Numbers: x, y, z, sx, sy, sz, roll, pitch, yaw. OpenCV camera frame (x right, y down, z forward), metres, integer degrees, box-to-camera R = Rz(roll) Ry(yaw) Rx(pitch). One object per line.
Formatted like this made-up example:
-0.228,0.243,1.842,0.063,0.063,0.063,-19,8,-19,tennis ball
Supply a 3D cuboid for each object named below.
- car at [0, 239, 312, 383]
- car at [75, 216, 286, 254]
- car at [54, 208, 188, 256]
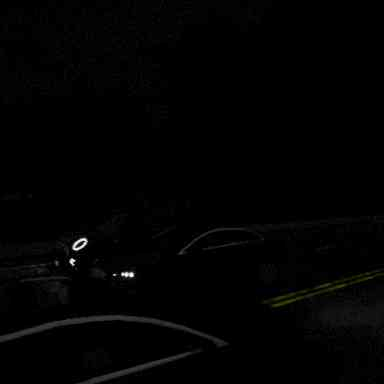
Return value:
-1.010,1.490,2.719,4.902,1.511,2.128,0,0,-36,car
0.126,1.491,7.768,4.902,1.511,2.128,0,0,-36,car
-1.838,1.351,10.359,4.553,1.767,2.097,0,0,-35,car
